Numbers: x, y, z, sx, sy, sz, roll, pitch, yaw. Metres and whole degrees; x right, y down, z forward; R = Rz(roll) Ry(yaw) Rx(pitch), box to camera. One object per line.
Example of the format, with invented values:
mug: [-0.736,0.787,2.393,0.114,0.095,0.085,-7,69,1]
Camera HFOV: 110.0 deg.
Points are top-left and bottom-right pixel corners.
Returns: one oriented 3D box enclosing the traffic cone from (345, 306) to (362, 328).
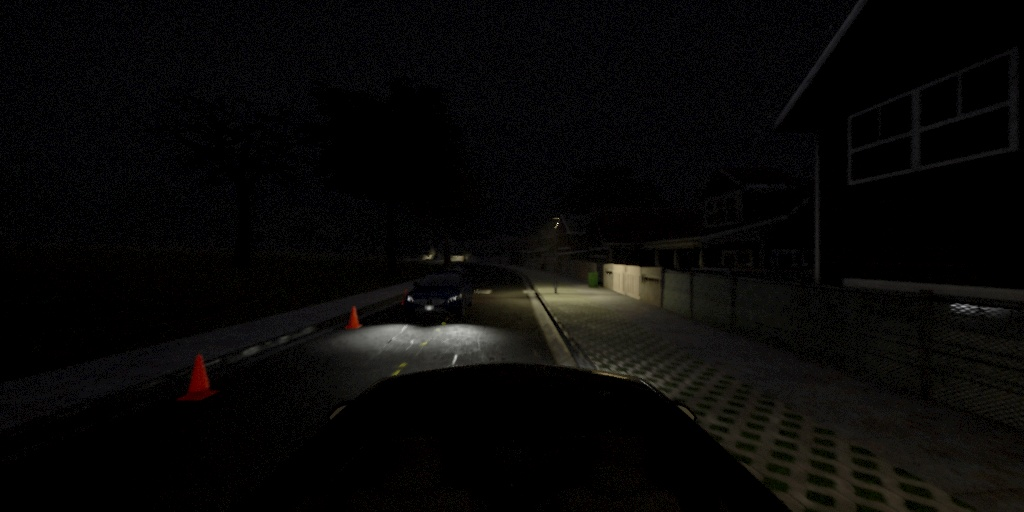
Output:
traffic cone: [-4.470,1.703,10.126,0.340,0.580,0.340,0,0,0]

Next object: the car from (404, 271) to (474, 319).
car: [-2.457,1.275,12.984,1.812,1.442,4.674,0,0,0]

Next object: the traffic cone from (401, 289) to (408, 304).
traffic cone: [-4.465,1.703,15.126,0.340,0.580,0.340,0,0,0]

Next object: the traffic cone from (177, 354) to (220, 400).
traffic cone: [-4.474,1.703,5.126,0.340,0.580,0.340,0,0,0]
